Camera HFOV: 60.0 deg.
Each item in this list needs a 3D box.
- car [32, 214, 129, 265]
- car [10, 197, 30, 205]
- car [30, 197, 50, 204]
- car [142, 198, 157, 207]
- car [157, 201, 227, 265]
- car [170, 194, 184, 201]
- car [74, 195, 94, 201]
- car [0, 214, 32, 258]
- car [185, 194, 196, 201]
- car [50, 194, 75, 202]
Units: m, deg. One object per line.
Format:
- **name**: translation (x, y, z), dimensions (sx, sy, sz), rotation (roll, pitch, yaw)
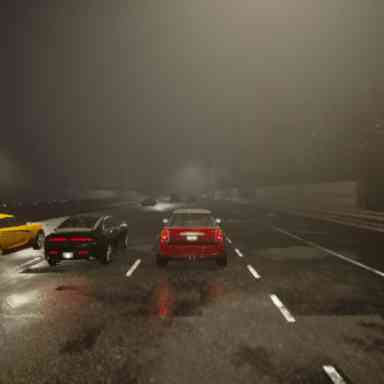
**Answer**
- **car**: translation (-3.497, 1.532, 11.795), dimensions (1.837, 1.490, 4.892), rotation (0, 0, 0)
- **car**: translation (-27.977, 1.617, 54.865), dimensions (2.128, 1.511, 4.902), rotation (0, 0, 1)
- **car**: translation (-24.514, 1.604, 55.659), dimensions (1.882, 1.535, 5.008), rotation (0, 0, 0)
- **car**: translation (-6.993, 1.680, 54.888), dimensions (1.994, 1.385, 4.181), rotation (0, 0, 0)
- **car**: translation (0.000, 1.376, 11.869), dimensions (2.097, 1.767, 4.553), rotation (0, 0, 0)
- **car**: translation (-3.491, 1.375, 71.359), dimensions (2.150, 2.045, 5.566), rotation (0, 0, 0)
- **car**: translation (-17.521, 1.599, 55.804), dimensions (1.882, 1.535, 5.008), rotation (0, 0, 1)
- **car**: translation (-7.000, 1.504, 11.695), dimensions (1.882, 1.535, 5.008), rotation (0, 0, 0)
- **car**: translation (0.010, 1.662, 77.394), dimensions (1.837, 1.490, 4.892), rotation (0, 0, 0)
- **car**: translation (-21.014, 1.344, 55.643), dimensions (2.150, 2.045, 5.566), rotation (0, 0, 1)
